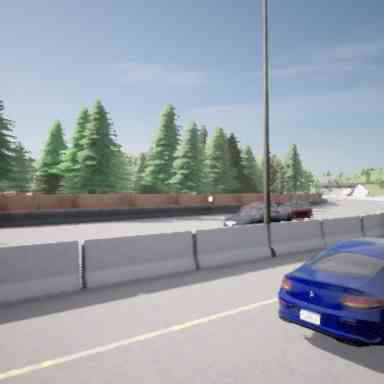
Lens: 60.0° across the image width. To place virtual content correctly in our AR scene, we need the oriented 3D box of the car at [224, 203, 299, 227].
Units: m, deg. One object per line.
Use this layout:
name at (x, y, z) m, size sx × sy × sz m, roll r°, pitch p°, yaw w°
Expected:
car at (4.012, 1.675, 20.274) m, size 4.902 × 1.511 × 2.128 m, roll 0°, pitch -1°, yaw -40°

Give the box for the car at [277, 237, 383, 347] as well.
car at (3.466, 1.566, 6.023) m, size 4.674 × 1.442 × 1.812 m, roll 0°, pitch 0°, yaw -38°

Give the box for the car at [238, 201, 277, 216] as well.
car at (7.420, 1.823, 37.436) m, size 1.882 × 1.535 × 5.008 m, roll -1°, pitch -1°, yaw 45°

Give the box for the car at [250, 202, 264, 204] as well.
car at (7.443, 1.811, 32.652) m, size 4.674 × 1.442 × 1.812 m, roll 0°, pitch -1°, yaw -43°

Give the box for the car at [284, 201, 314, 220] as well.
car at (8.731, 1.590, 29.088) m, size 4.553 × 1.767 × 2.097 m, roll 0°, pitch -1°, yaw -43°
